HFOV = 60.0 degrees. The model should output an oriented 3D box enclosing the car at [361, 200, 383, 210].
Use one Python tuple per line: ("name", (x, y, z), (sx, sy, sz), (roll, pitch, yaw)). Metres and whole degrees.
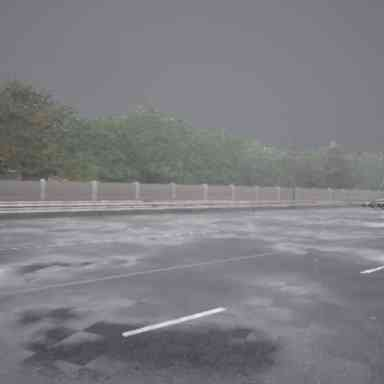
("car", (27.394, 1.922, 49.942), (4.718, 1.301, 1.895), (3, -1, -36))
